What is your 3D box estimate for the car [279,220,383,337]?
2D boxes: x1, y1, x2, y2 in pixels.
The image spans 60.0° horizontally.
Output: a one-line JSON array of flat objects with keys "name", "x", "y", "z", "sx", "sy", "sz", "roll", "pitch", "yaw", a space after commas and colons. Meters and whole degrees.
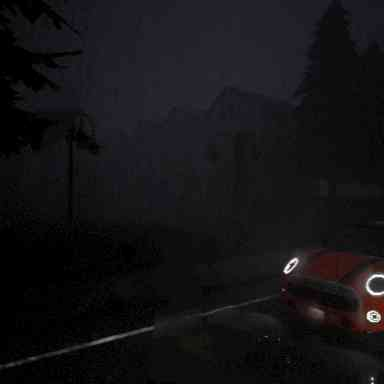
[{"name": "car", "x": 3.867, "y": 1.404, "z": 6.732, "sx": 4.553, "sy": 1.767, "sz": 2.097, "roll": 0, "pitch": 0, "yaw": -35}]

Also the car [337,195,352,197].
[{"name": "car", "x": 33.628, "y": 1.610, "z": 75.326, "sx": 1.905, "sy": 1.878, "sz": 3.866, "roll": 1, "pitch": 0, "yaw": -36}]
